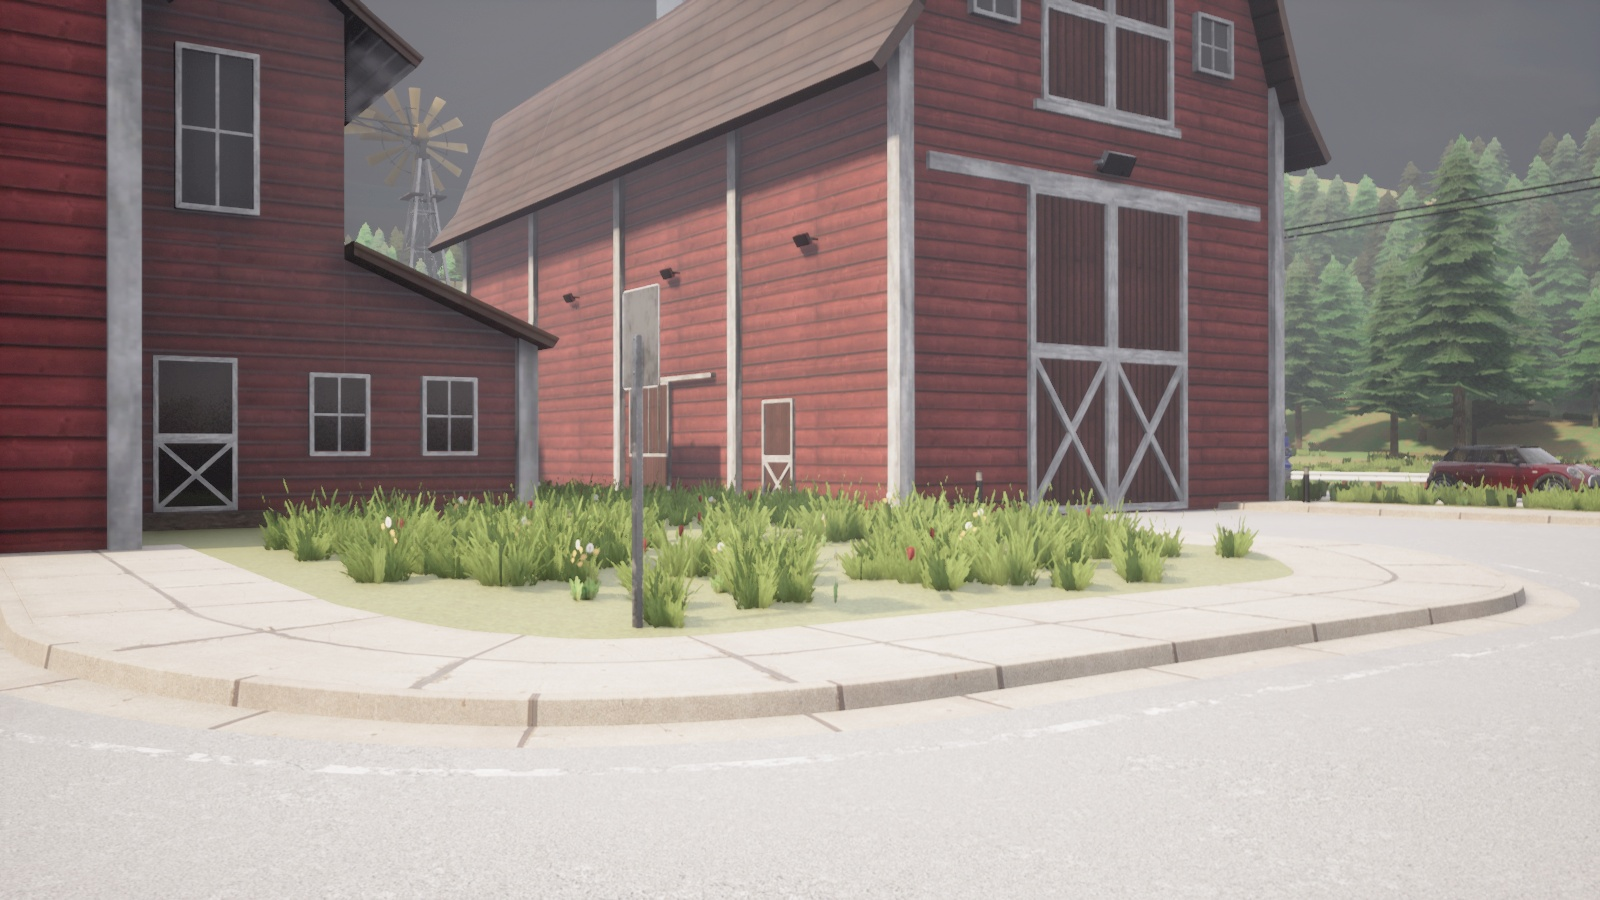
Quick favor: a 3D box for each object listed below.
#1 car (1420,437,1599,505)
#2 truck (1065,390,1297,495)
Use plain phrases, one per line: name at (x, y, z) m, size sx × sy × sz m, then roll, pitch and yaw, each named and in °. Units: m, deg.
car at (20.186, 0.556, 35.236) m, size 2.097 × 1.767 × 4.553 m, roll 0°, pitch 0°, yaw -34°
truck at (13.507, -0.236, 45.249) m, size 2.891 × 3.462 × 7.936 m, roll 0°, pitch 0°, yaw -34°
